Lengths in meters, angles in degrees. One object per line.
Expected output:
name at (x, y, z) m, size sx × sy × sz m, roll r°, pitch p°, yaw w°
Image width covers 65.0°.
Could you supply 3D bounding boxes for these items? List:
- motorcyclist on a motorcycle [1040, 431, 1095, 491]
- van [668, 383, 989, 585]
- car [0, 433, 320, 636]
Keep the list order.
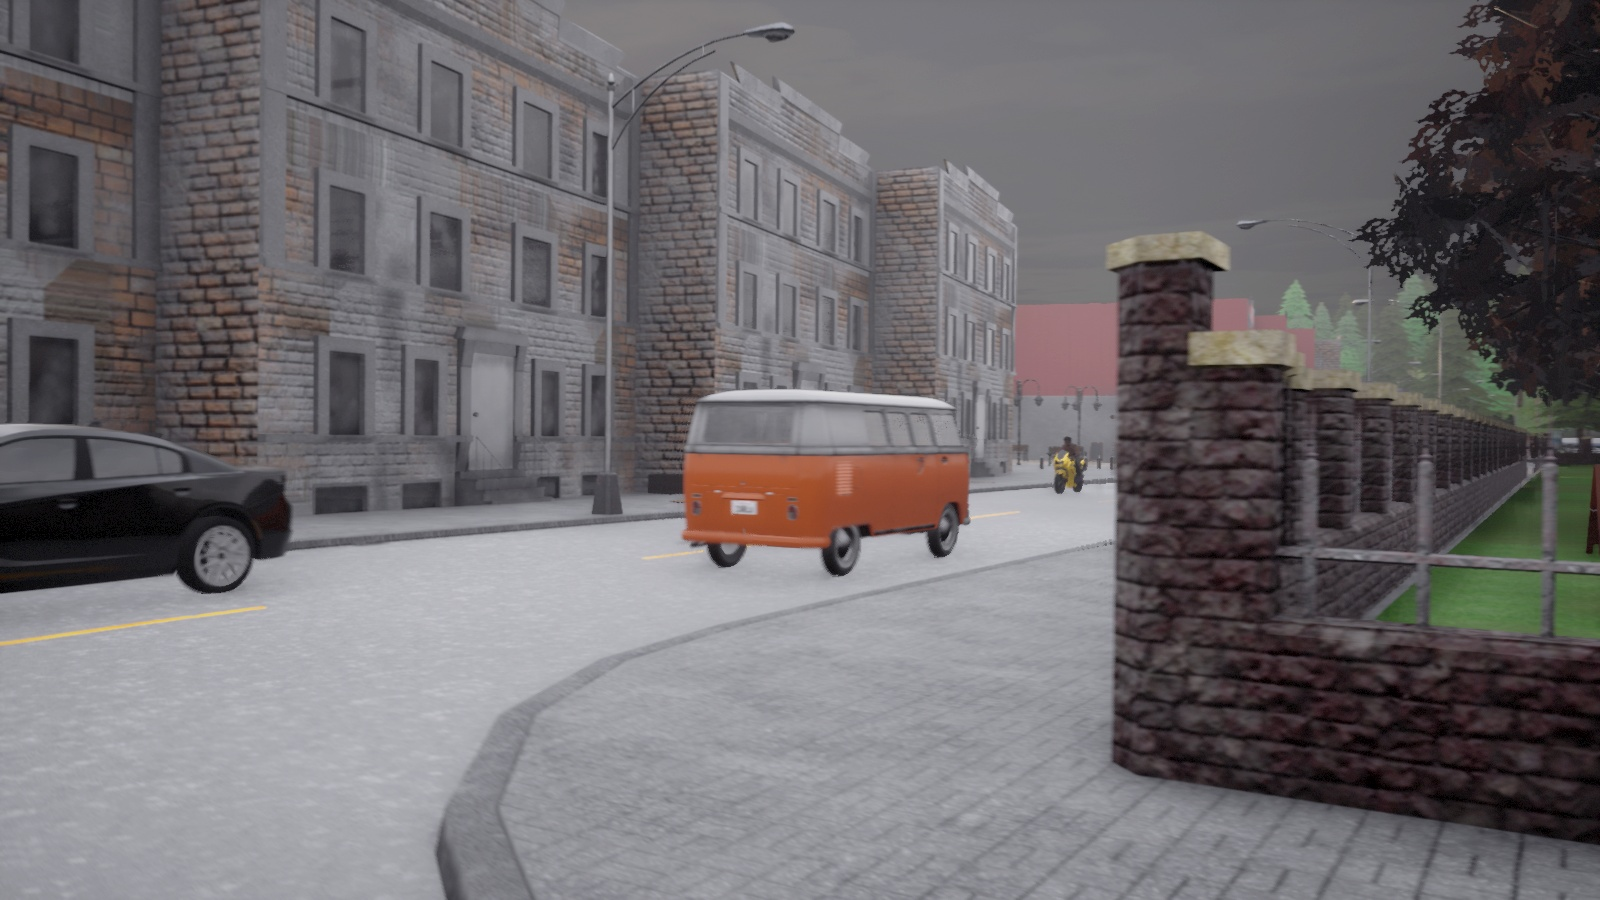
motorcyclist on a motorcycle at (7.073, 0.277, 33.153) m, size 0.797 × 1.523 × 2.044 m, roll 0°, pitch 1°, yaw 31°
van at (0.522, 0.310, 14.711) m, size 1.775 × 1.987 × 4.442 m, roll 0°, pitch 1°, yaw 31°
car at (-6.672, 0.638, 10.374) m, size 1.882 × 1.535 × 5.008 m, roll 0°, pitch 1°, yaw 29°
